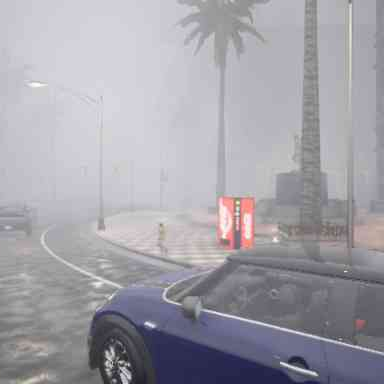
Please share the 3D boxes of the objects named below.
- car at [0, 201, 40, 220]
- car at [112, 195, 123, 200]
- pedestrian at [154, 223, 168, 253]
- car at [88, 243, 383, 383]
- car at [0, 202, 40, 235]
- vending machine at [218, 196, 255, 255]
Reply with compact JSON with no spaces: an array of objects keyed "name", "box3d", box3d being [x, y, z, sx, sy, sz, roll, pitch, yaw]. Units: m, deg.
[{"name":"car","box3d":[-15.108,1.547,28.538,1.994,1.385,4.181,0,0,4]},{"name":"car","box3d":[-20.078,1.474,89.991,2.161,1.482,4.786,0,0,4]},{"name":"pedestrian","box3d":[-1.007,1.517,11.271,0.500,1.100,0.500,0,0,-41]},{"name":"car","box3d":[0.938,1.353,3.537,4.553,1.767,2.097,0,0,37]},{"name":"car","box3d":[-9.580,1.479,18.206,2.128,1.511,4.902,0,0,-19]},{"name":"vending machine","box3d":[1.661,1.192,12.517,1.100,2.100,0.880,0,0,-42]}]
